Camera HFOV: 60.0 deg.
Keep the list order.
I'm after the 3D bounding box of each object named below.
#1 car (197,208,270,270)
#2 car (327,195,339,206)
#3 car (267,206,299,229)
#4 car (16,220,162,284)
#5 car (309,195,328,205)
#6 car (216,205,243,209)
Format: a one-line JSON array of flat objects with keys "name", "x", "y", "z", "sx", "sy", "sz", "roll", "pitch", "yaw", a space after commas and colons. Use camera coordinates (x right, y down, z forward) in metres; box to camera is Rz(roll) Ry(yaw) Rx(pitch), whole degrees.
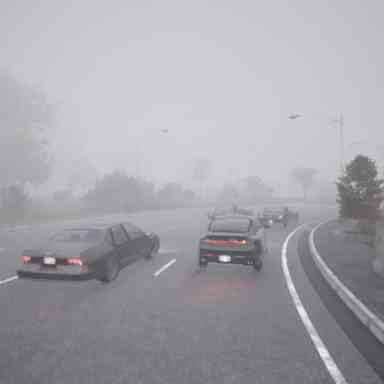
[{"name": "car", "x": 1.497, "y": 1.510, "z": 11.166, "sx": 1.837, "sy": 1.490, "sz": 4.892, "roll": 0, "pitch": 0, "yaw": 15}, {"name": "car", "x": 24.578, "y": 1.481, "z": 54.424, "sx": 4.892, "sy": 1.490, "sz": 1.837, "roll": -1, "pitch": 2, "yaw": -42}, {"name": "car", "x": 6.158, "y": 1.625, "z": 23.285, "sx": 1.895, "sy": 1.301, "sz": 4.718, "roll": 1, "pitch": 0, "yaw": 29}, {"name": "car", "x": -2.526, "y": 1.538, "z": 9.672, "sx": 2.033, "sy": 1.411, "sz": 5.357, "roll": 0, "pitch": 0, "yaw": 13}, {"name": "car", "x": 21.982, "y": 1.275, "z": 56.783, "sx": 4.553, "sy": 1.767, "sz": 2.097, "roll": 0, "pitch": 1, "yaw": -42}, {"name": "car", "x": 2.951, "y": 1.590, "z": 24.700, "sx": 1.895, "sy": 1.301, "sz": 4.718, "roll": 1, "pitch": 0, "yaw": 29}]
